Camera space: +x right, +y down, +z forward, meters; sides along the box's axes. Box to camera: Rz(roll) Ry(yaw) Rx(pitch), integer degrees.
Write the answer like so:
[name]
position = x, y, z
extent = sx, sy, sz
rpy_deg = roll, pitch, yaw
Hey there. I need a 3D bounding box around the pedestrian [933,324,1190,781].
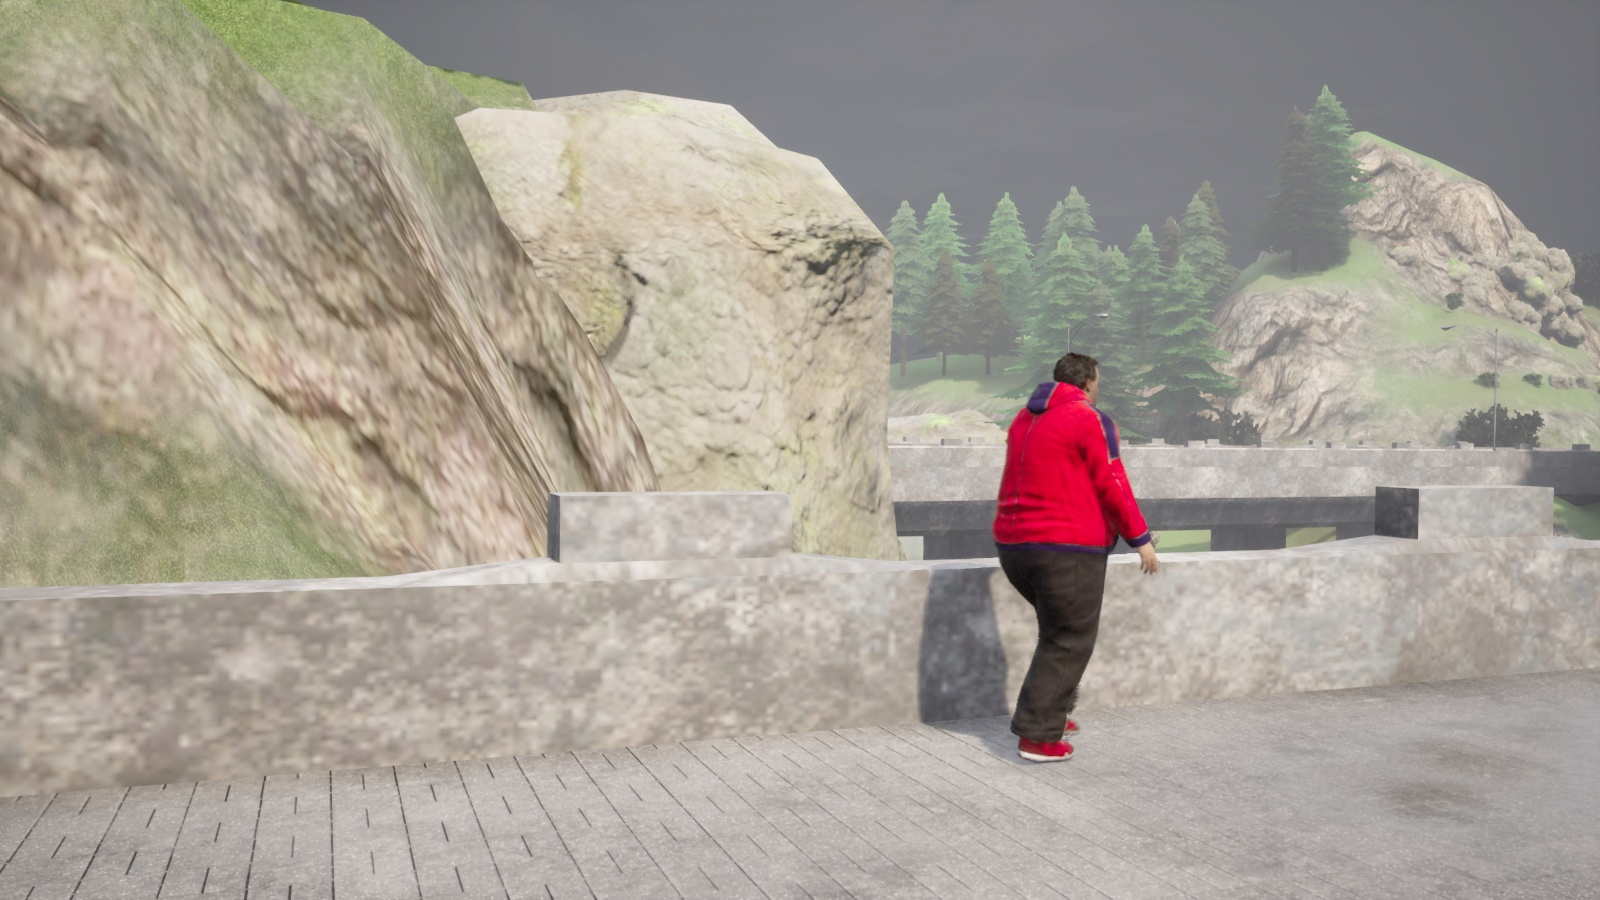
[pedestrian]
position = 1.147, 0.406, 5.539
extent = 0.899, 1.844, 0.634
rpy_deg = -1, 1, -26
